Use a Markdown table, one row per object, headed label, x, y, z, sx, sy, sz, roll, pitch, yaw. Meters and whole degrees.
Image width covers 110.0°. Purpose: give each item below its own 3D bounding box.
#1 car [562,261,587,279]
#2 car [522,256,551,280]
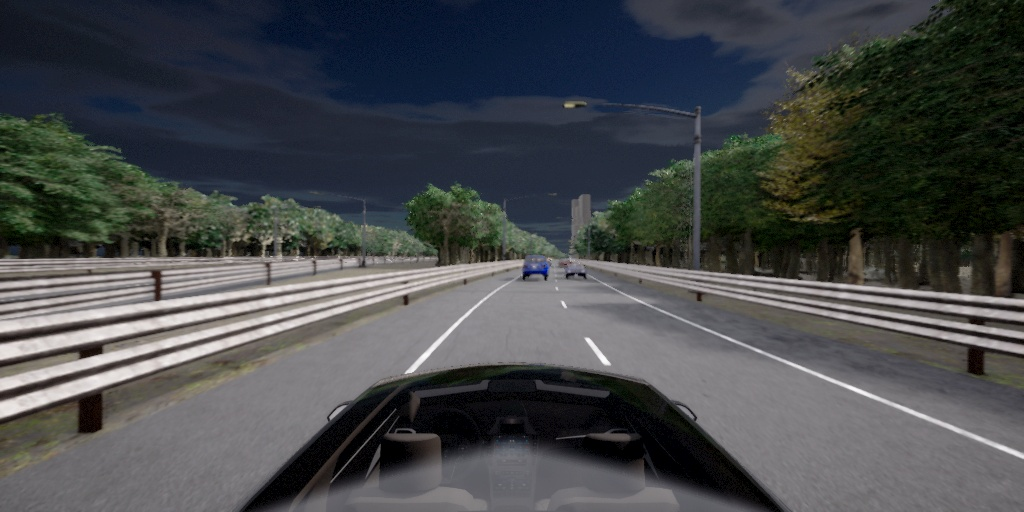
| label | x | y | z | sx | sy | sz | roll | pitch | yaw |
| --- | --- | --- | --- | --- | --- | --- | --- | --- | --- |
| car | 5.867 | 1.388 | 33.419 | 1.895 | 1.301 | 4.718 | 0 | 0 | 7 |
| car | 2.163 | 0.979 | 31.954 | 2.150 | 2.045 | 5.566 | 0 | 0 | 7 |
